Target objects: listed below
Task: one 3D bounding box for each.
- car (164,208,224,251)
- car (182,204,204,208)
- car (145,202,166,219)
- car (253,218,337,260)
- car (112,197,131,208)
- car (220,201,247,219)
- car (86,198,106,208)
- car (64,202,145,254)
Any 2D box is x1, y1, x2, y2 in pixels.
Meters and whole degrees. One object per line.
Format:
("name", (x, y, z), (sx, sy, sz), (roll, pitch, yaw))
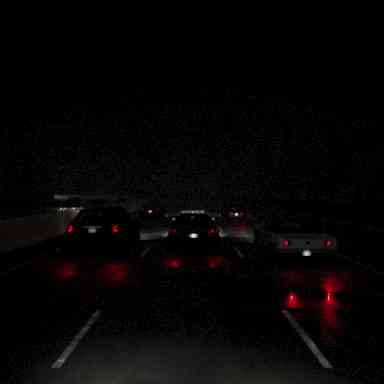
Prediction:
("car", (0.070, 1.571, 14.127), (1.994, 1.385, 4.181), (0, 0, 0))
("car", (0.060, 1.616, 27.480), (1.895, 1.301, 4.718), (0, 0, 0))
("car", (-3.429, 1.580, 29.446), (1.994, 1.385, 4.181), (0, 0, 0))
("car", (3.560, 1.608, 12.490), (1.895, 1.301, 4.718), (0, 0, 0))
("car", (-10.786, 1.575, 51.149), (2.033, 1.411, 5.357), (0, 0, -2))
("car", (3.570, 1.523, 28.980), (1.837, 1.490, 4.892), (0, 0, 0))
("car", (-14.233, 1.628, 49.552), (1.895, 1.301, 4.718), (0, 0, -2))
("car", (-3.435, 1.358, 13.601), (2.097, 1.767, 4.553), (0, 0, 0))
